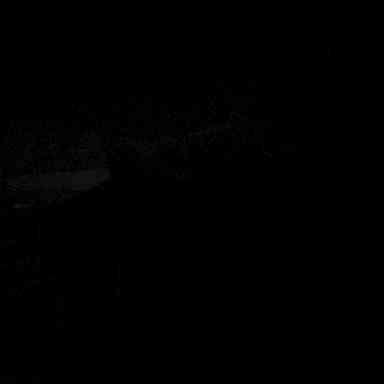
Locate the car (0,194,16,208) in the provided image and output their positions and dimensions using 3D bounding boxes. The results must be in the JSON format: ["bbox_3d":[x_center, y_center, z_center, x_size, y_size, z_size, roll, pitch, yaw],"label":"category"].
[{"bbox_3d":[-20.779,0.964,36.150,1.812,1.442,4.674,1,1,-8],"label":"car"}]
